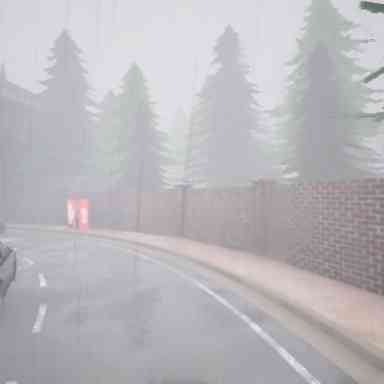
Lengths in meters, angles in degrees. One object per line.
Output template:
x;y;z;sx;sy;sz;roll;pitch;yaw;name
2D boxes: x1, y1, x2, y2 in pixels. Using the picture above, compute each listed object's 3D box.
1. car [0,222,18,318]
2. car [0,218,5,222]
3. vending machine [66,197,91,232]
-4.890;1.649;7.034;2.033;1.411;5.357;-1;0;-24;car
-12.939;1.836;19.697;4.181;1.385;1.994;-1;0;30;car
-7.046;1.384;20.675;0.880;2.100;1.100;-1;0;35;vending machine
